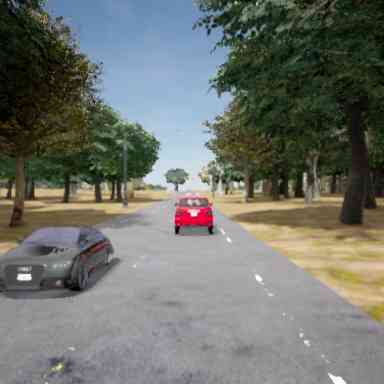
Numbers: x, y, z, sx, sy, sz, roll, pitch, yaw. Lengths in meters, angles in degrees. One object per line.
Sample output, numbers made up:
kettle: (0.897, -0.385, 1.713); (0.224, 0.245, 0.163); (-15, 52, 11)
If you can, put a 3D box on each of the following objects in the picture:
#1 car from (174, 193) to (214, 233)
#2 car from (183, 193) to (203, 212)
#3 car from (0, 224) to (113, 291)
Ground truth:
car: (0.109, 1.245, 20.079); (2.150, 2.045, 5.566); (0, 0, 0)
car: (0.116, 1.167, 40.077); (2.150, 2.045, 5.566); (0, 0, 0)
car: (-3.495, 1.589, 8.924); (1.994, 1.385, 4.181); (0, 0, 0)
